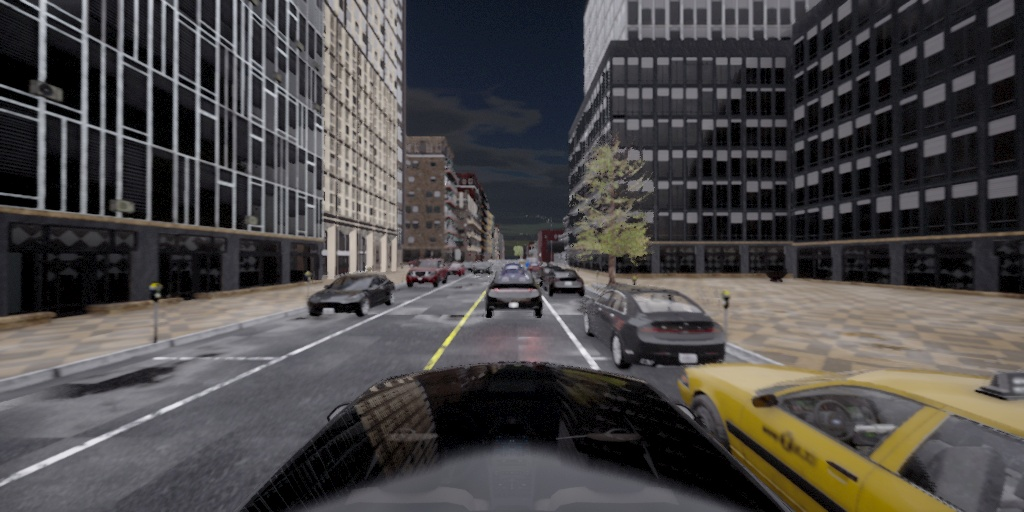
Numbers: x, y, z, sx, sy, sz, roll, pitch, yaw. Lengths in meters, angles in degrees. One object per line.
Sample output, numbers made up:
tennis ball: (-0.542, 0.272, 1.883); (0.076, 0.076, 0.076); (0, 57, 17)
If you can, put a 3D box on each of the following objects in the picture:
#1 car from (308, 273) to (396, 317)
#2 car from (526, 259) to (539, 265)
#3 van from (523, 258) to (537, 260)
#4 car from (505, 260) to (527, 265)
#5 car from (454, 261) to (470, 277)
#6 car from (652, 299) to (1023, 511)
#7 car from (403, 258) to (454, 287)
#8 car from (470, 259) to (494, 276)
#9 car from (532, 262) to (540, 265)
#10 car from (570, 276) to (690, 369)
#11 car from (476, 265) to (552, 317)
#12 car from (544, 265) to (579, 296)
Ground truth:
car: (-5.694, 1.326, 13.314); (1.948, 1.339, 4.313); (0, 0, 0)
car: (2.644, 1.379, 41.736); (1.802, 1.307, 4.207); (0, 0, 0)
van: (2.642, 1.147, 47.425); (1.690, 1.789, 3.998); (0, 0, 0)
car: (0.067, 1.304, 29.113); (1.812, 1.442, 4.674); (0, 0, 0)
car: (-5.702, 1.334, 36.070); (1.888, 1.381, 4.507); (0, 0, 0)
car: (2.664, 1.275, 2.083); (1.751, 1.417, 4.829); (0, 0, 0)
car: (-5.698, 1.087, 24.692); (2.192, 1.841, 5.009); (0, 0, 0)
car: (-3.110, 1.297, 38.694); (1.837, 1.490, 4.892); (0, 0, 0)
car: (2.650, 1.338, 24.669); (1.948, 1.339, 4.313); (0, 0, 0)
car: (2.657, 1.305, 7.602); (2.007, 1.370, 4.403); (0, 0, 0)
car: (0.068, 1.252, 13.142); (2.128, 1.511, 4.902); (0, 0, 0)
car: (2.652, 1.331, 18.979); (1.948, 1.339, 4.313); (0, 0, 0)
